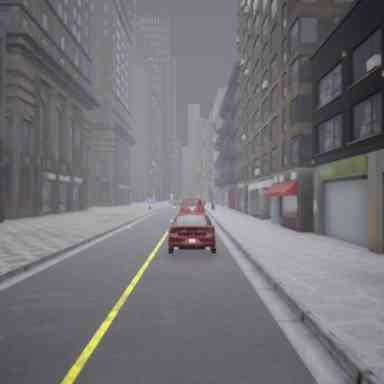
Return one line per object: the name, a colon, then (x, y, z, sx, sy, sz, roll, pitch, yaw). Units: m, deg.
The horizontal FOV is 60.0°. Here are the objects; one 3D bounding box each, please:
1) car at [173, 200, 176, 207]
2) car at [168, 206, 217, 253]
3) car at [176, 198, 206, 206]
car: (-2.956, 2.358, 70.993, 1.837, 1.490, 4.892, 0, -1, 0)
car: (0.015, 1.620, 14.476, 1.882, 1.535, 5.008, 0, 0, 0)
car: (0.019, 1.514, 29.031, 2.150, 2.045, 5.566, 0, 0, 0)
